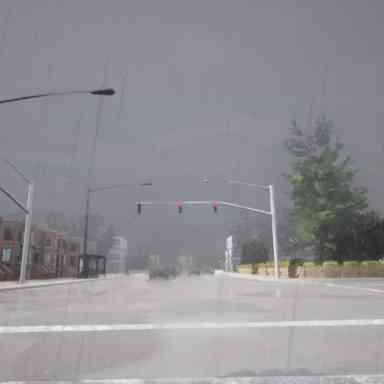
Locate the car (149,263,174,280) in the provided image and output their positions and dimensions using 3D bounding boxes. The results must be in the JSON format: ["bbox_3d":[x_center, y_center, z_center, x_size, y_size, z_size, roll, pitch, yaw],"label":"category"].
[{"bbox_3d":[-3.415,8.765,36.103,2.033,1.411,5.357,-1,-13,0],"label":"car"}]

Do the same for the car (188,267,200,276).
[{"bbox_3d":[0.373,13.411,56.129,2.033,1.411,5.357,-1,-13,0],"label":"car"}]

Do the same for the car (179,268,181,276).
[{"bbox_3d":[-3.221,14.341,60.726,2.097,1.767,4.553,-1,-13,0],"label":"car"}]

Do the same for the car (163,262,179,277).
[{"bbox_3d":[-3.357,10.774,46.093,2.150,2.045,5.566,-1,-13,0],"label":"car"}]
